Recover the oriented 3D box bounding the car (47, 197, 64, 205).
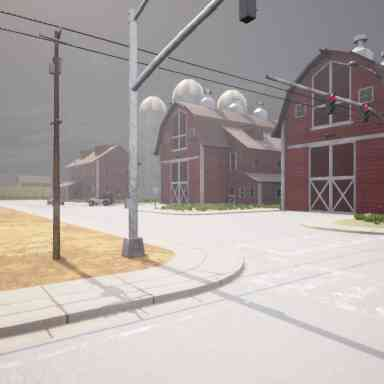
[{"bbox_3d":[-23.226,1.537,56.609,1.994,1.385,4.181,0,0,-36],"label":"car"}]

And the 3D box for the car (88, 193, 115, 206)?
[{"bbox_3d":[-13.758,1.118,50.620,3.866,1.878,1.905,-2,5,11],"label":"car"}]
